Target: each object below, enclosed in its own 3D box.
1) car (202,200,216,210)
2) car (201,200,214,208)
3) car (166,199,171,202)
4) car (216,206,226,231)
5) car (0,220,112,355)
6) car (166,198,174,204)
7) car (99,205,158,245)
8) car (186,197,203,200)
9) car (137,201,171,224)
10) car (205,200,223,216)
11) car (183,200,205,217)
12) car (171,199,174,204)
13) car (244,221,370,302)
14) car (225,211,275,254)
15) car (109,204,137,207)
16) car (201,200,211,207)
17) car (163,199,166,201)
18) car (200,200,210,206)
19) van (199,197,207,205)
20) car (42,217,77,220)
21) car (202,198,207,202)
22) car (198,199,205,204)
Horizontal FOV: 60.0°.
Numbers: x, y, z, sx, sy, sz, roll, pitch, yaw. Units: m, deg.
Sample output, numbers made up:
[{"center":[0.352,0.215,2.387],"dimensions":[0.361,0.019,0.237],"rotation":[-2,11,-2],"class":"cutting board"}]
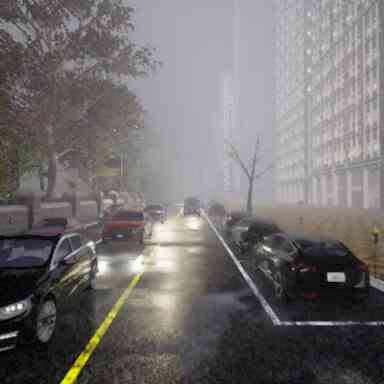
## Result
[{"center":[2.695,2.078,53.349],"dimensions":[2.008,1.369,4.403],"rotation":[0,-1,0],"class":"car"},{"center":[2.695,2.136,58.980],"dimensions":[2.008,1.369,4.403],"rotation":[0,-1,0],"class":"car"},{"center":[-5.684,2.189,64.613],"dimensions":[1.887,1.381,4.507],"rotation":[0,-1,0],"class":"car"},{"center":[2.693,1.752,19.557],"dimensions":[1.947,1.339,4.313],"rotation":[0,-1,0],"class":"car"},{"center":[-3.149,1.553,6.450],"dimensions":[2.128,1.511,4.902],"rotation":[0,-1,-3],"class":"car"},{"center":[-5.683,2.415,86.971],"dimensions":[1.752,1.417,4.829],"rotation":[0,-1,0],"class":"car"},{"center":[-3.091,1.638,16.797],"dimensions":[1.882,1.535,5.008],"rotation":[0,-1,0],"class":"car"},{"center":[0.007,1.674,46.018],"dimensions":[2.150,2.045,5.566],"rotation":[0,0,0],"class":"car"},{"center":[-3.066,1.766,27.197],"dimensions":[1.837,1.490,4.892],"rotation":[0,-1,0],"class":"car"},{"center":[2.695,1.898,36.454],"dimensions":[1.887,1.381,4.507],"rotation":[0,-1,0],"class":"car"},{"center":[0.002,1.888,35.160],"dimensions":[2.033,1.411,5.357],"rotation":[0,-1,0],"class":"car"},{"center":[-5.684,2.311,75.877],"dimensions":[1.887,1.381,4.507],"rotation":[0,-1,0],"class":"car"},{"center":[2.692,1.645,8.292],"dimensions":[1.947,1.339,4.313],"rotation":[0,-1,0],"class":"car"},{"center":[2.693,1.698,13.924],"dimensions":[1.947,1.339,4.313],"rotation":[0,-1,0],"class":"car"},{"center":[-5.686,1.682,25.191],"dimensions":[1.967,1.590,4.097],"rotation":[0,-1,0],"class":"car"},{"center":[2.696,2.227,64.612],"dimensions":[1.802,1.307,4.206],"rotation":[0,-1,0],"class":"car"},{"center":[-5.685,2.072,53.349],"dimensions":[1.887,1.381,4.507],"rotation":[0,-1,0],"class":"car"},{"center":[2.696,2.287,70.244],"dimensions":[1.802,1.307,4.206],"rotation":[0,-1,0],"class":"car"},{"center":[2.697,2.169,81.512],"dimensions":[1.690,1.788,3.998],"rotation":[0,-1,0],"class":"van"},{"center":[-5.688,1.715,13.924],"dimensions":[1.802,1.307,4.206],"rotation":[0,-1,0],"class":"car"},{"center":[2.695,1.851,42.086],"dimensions":[1.967,1.590,4.097],"rotation":[0,-1,0],"class":"car"},{"center":[2.697,2.537,92.771],"dimensions":[1.802,1.307,4.206],"rotation":[0,-1,0],"class":"car"}]
